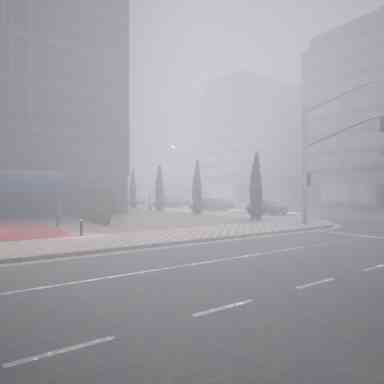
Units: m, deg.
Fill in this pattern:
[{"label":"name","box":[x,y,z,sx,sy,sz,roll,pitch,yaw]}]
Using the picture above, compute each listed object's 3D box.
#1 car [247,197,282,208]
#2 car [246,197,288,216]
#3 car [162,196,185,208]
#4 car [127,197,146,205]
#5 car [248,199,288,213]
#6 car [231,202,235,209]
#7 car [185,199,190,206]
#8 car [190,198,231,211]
[{"label":"car","box":[10.348,1.477,48.064,1.882,1.535,5.008,0,0,-35]},{"label":"car","box":[7.457,1.525,33.507,1.812,1.442,4.674,0,0,-37]},{"label":"car","box":[-3.518,1.352,49.254,2.097,1.767,4.553,0,0,-35]},{"label":"car","box":[-9.934,1.600,58.536,1.895,1.301,4.718,0,0,-34]},{"label":"car","box":[8.604,1.563,37.981,1.994,1.385,4.181,0,0,-35]},{"label":"car","box":[3.798,1.563,44.873,1.994,1.385,4.181,0,0,-35]},{"label":"car","box":[-1.899,1.563,53.054,1.994,1.385,4.181,0,0,-35]},{"label":"car","box":[2.210,1.504,41.029,1.837,1.490,4.892,0,0,-35]}]
